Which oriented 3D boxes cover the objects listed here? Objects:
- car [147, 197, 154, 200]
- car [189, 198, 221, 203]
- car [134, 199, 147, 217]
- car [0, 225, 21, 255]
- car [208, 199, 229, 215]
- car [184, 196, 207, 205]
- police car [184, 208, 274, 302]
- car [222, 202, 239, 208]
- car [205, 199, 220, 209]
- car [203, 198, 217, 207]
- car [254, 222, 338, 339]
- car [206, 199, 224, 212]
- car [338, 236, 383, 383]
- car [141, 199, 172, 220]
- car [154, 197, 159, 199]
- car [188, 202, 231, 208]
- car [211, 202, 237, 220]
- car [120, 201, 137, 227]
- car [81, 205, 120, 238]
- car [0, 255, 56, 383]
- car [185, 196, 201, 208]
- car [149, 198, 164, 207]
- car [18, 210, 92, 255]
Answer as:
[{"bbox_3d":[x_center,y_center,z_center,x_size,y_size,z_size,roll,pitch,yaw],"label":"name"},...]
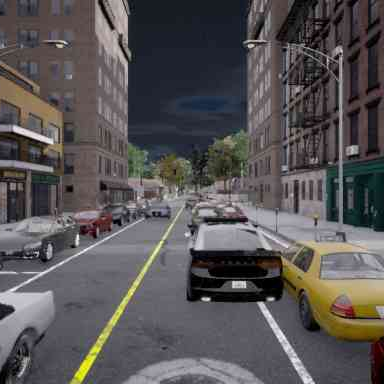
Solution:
[{"bbox_3d":[-5.356,1.446,34.070,1.967,1.590,4.097,0,0,0],"label":"car"},{"bbox_3d":[0.848,1.457,24.515,1.801,1.575,5.366,0,0,0],"label":"car"},{"bbox_3d":[-5.360,1.553,28.551,2.008,1.369,4.403,0,0,0],"label":"car"},{"bbox_3d":[-5.381,1.582,6.476,1.802,1.307,4.206,0,0,0],"label":"car"},{"bbox_3d":[2.670,1.531,34.236,1.752,1.417,4.829,0,0,0],"label":"car"},{"bbox_3d":[0.685,1.502,59.502,1.882,1.535,5.008,0,0,27],"label":"car"},{"bbox_3d":[0.833,1.425,8.435,1.930,1.638,5.238,0,0,0],"label":"police car"},{"bbox_3d":[2.660,1.583,23.029,1.802,1.307,4.206,0,0,0],"label":"car"},{"bbox_3d":[2.680,1.596,45.102,1.802,1.307,4.206,0,0,0],"label":"car"},{"bbox_3d":[2.685,1.585,50.621,1.947,1.339,4.313,0,0,0],"label":"car"},{"bbox_3d":[2.640,1.525,6.643,1.752,1.417,4.829,0,0,0],"label":"car"},{"bbox_3d":[2.675,1.554,39.584,1.887,1.381,4.507,0,0,0],"label":"car"},{"bbox_3d":[2.639,1.315,0.956,2.192,1.841,5.009,0,0,0],"label":"car"},{"bbox_3d":[-2.724,1.566,27.725,1.994,1.385,4.181,0,0,0],"label":"car"},{"bbox_3d":[-5.351,1.535,39.419,1.752,1.417,4.829,0,0,0],"label":"car"},{"bbox_3d":[0.842,1.526,18.325,1.812,1.442,4.674,0,0,0],"label":"car"},{"bbox_3d":[2.664,1.584,28.547,1.802,1.307,4.206,0,0,0],"label":"car"},{"bbox_3d":[-5.366,1.567,23.033,1.947,1.339,4.313,0,0,0],"label":"car"},{"bbox_3d":[-5.371,1.545,17.514,1.887,1.381,4.507,0,0,0],"label":"car"},{"bbox_3d":[-2.848,1.601,2.446,1.895,1.301,4.718,0,0,0],"label":"car"},{"bbox_3d":[0.061,1.507,46.231,2.128,1.511,4.902,0,0,1],"label":"car"},{"bbox_3d":[-5.340,1.600,50.627,1.802,1.307,4.206,0,0,0],"label":"car"},{"bbox_3d":[-5.376,1.551,11.995,2.008,1.369,4.403,0,0,0],"label":"car"}]
